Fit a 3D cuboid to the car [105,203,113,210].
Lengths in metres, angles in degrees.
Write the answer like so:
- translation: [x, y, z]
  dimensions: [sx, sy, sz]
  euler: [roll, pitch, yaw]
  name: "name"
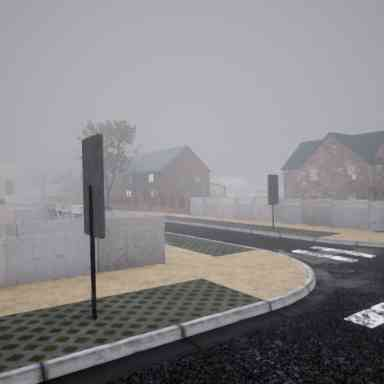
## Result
- translation: [-9.406, 1.734, 33.168]
  dimensions: [1.994, 1.385, 4.181]
  euler: [-2, 1, -35]
  name: "car"
